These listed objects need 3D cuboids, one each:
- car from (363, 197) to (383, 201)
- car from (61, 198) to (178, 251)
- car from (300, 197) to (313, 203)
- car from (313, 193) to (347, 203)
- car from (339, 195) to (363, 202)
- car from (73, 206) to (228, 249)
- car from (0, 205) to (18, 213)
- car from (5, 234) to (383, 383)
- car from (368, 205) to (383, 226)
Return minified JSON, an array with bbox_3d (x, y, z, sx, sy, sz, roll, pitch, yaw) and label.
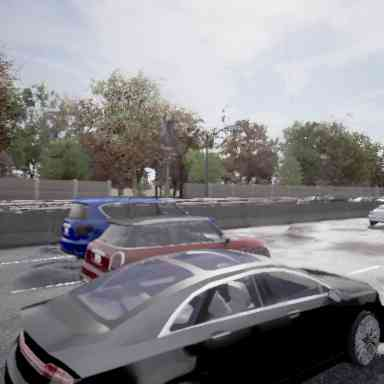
[{"bbox_3d":[24.394,1.562,42.850,4.181,1.385,1.994,0,0,-35],"label":"car"},{"bbox_3d":[-1.476,1.218,11.290,5.566,2.045,2.150,0,0,-36],"label":"car"},{"bbox_3d":[18.705,1.489,51.670,4.902,1.511,2.128,0,0,-35],"label":"car"},{"bbox_3d":[20.818,1.218,48.879,5.566,2.045,2.150,0,0,-35],"label":"car"},{"bbox_3d":[23.221,1.490,46.297,4.902,1.511,2.128,0,0,-35],"label":"car"},{"bbox_3d":[-0.161,1.349,7.929,4.553,1.767,2.097,0,0,-35],"label":"car"},{"bbox_3d":[-13.273,1.504,20.319,4.892,1.490,1.837,0,0,-35],"label":"car"},{"bbox_3d":[0.508,1.490,4.107,4.902,1.511,2.128,0,0,-36],"label":"car"},{"bbox_3d":[13.426,1.513,21.923,4.674,1.442,1.812,0,0,-35],"label":"car"}]
